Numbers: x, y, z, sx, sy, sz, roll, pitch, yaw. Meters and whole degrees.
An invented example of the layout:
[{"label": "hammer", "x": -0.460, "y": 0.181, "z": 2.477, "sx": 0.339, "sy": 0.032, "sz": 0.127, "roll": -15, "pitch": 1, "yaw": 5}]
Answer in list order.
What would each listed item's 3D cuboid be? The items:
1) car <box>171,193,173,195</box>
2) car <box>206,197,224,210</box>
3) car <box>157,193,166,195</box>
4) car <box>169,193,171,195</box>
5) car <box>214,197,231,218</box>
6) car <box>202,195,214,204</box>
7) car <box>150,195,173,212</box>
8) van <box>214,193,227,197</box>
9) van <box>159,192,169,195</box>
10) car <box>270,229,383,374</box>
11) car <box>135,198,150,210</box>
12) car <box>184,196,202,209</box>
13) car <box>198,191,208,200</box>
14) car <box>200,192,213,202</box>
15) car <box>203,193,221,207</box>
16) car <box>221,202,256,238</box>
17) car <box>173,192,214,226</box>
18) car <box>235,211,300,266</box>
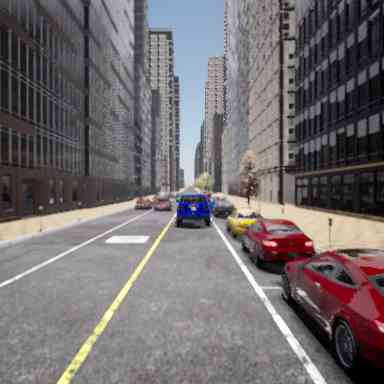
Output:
[{"label": "car", "x": -3.017, "y": 0.835, "z": 77.226, "sx": 2.128, "sy": 1.511, "sz": 4.902, "roll": 0, "pitch": 0, "yaw": 0}, {"label": "car", "x": 2.682, "y": 1.312, "z": 39.474, "sx": 1.887, "sy": 1.381, "sz": 4.507, "roll": 0, "pitch": 0, "yaw": 0}, {"label": "car", "x": -5.702, "y": 1.231, "z": 56.563, "sx": 1.802, "sy": 1.307, "sz": 4.206, "roll": 0, "pitch": 0, "yaw": 0}, {"label": "car", "x": -5.709, "y": 0.958, "z": 90.749, "sx": 1.947, "sy": 1.339, "sz": 4.313, "roll": 0, "pitch": 0, "yaw": 0}, {"label": "car", "x": 2.684, "y": 1.392, "z": 28.079, "sx": 2.008, "sy": 1.369, "sz": 4.403, "roll": 0, "pitch": 0, "yaw": 0}, {"label": "car", "x": 2.678, "y": 1.173, "z": 56.734, "sx": 1.752, "sy": 1.417, "sz": 4.829, "roll": 0, "pitch": 0, "yaw": 0}, {"label": "car", "x": -3.102, "y": 1.317, "z": 35.855, "sx": 1.812, "sy": 1.442, "sz": 4.674, "roll": 0, "pitch": 0, "yaw": 0}, {"label": "van", "x": 2.683, "y": 1.147, "z": 33.775, "sx": 1.690, "sy": 1.788, "sz": 3.998, "roll": 0, "pitch": 0, "yaw": 0}, {"label": "van", "x": -5.704, "y": 0.950, "z": 62.260, "sx": 1.690, "sy": 1.788, "sz": 3.998, "roll": 0, "pitch": 0, "yaw": 0}, {"label": "car", "x": 2.688, "y": 1.552, "z": 5.290, "sx": 1.802, "sy": 1.307, "sz": 4.206, "roll": 0, "pitch": 0, "yaw": 0}, {"label": "car", "x": -5.699, "y": 1.349, "z": 39.473, "sx": 1.802, "sy": 1.307, "sz": 4.206, "roll": 0, "pitch": 0, "yaw": 0}, {"label": "car", "x": 0.091, "y": 1.247, "z": 41.151, "sx": 2.128, "sy": 1.511, "sz": 4.902, "roll": 0, "pitch": 0, "yaw": 0}, {"label": "car", "x": 2.674, "y": 0.799, "z": 79.351, "sx": 2.192, "sy": 1.841, "sz": 5.009, "roll": 0, "pitch": 0, "yaw": 0}, {"label": "car", "x": 2.677, "y": 0.925, "z": 62.261, "sx": 2.192, "sy": 1.841, "sz": 5.009, "roll": 0, "pitch": 0, "yaw": 0}, {"label": "car", "x": 2.680, "y": 1.043, "z": 45.169, "sx": 2.192, "sy": 1.841, "sz": 5.009, "roll": 0, "pitch": 0, "yaw": 0}, {"label": "car", "x": 2.686, "y": 1.431, "z": 16.853, "sx": 1.752, "sy": 1.417, "sz": 4.829, "roll": 0, "pitch": 0, "yaw": 0}, {"label": "car", "x": 0.098, "y": 1.094, "z": 22.704, "sx": 2.150, "sy": 2.045, "sz": 5.566, "roll": 0, "pitch": 0, "yaw": 0}, {"label": "car", "x": 2.687, "y": 1.520, "z": 10.987, "sx": 1.802, "sy": 1.307, "sz": 4.206, "roll": 0, "pitch": 0, "yaw": 0}]
